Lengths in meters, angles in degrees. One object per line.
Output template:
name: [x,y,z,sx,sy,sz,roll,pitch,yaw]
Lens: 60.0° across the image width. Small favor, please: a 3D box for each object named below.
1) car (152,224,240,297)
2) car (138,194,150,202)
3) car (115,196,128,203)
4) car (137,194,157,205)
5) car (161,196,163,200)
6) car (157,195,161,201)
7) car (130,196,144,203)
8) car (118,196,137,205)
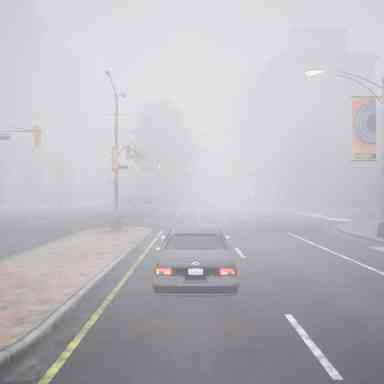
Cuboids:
car: [0.086,1.547,8.771,2.033,1.411,5.357,0,0,0]
car: [-11.394,1.355,79.549,2.097,1.767,4.553,0,0,0]
car: [-14.657,1.595,69.419,1.895,1.301,4.718,0,0,0]
car: [-7.994,1.564,58.932,1.994,1.385,4.181,0,0,1]
car: [-7.896,1.500,77.779,1.837,1.490,4.892,0,0,0]
car: [-7.928,1.526,67.449,1.812,1.442,4.674,0,0,1]
car: [-11.407,1.525,69.537,2.128,1.511,4.902,0,0,0]
car: [-11.489,1.491,59.616,2.128,1.511,4.902,0,0,0]
